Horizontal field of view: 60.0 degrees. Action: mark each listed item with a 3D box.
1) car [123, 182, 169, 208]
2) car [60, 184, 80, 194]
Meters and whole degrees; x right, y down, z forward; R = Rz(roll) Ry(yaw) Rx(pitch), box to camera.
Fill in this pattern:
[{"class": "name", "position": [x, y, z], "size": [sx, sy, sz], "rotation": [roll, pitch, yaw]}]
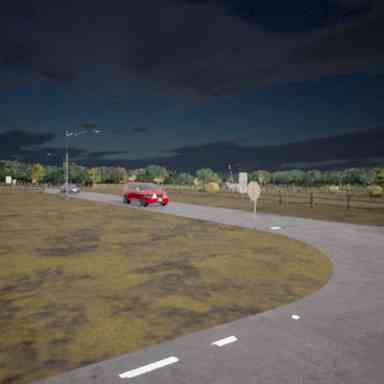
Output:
[{"class": "car", "position": [-4.208, 0.181, 29.455], "size": [2.150, 2.045, 5.566], "rotation": [-1, 3, -36]}, {"class": "car", "position": [-17.639, -0.460, 48.140], "size": [2.128, 1.511, 4.902], "rotation": [-1, 2, -35]}]
